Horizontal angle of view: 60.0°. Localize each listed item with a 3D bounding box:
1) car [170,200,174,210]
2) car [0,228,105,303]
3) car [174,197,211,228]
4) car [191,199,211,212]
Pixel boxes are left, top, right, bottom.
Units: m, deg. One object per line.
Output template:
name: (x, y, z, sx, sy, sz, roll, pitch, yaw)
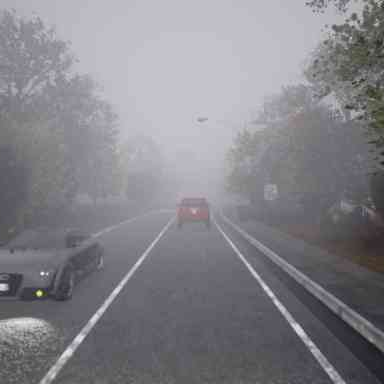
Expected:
car: (-1.901, 1.732, 47.940, 1.882, 1.535, 5.008, 1, 0, 9)
car: (-3.579, 1.605, 8.241, 1.994, 1.385, 4.181, 0, 0, 0)
car: (0.147, 1.353, 23.547, 2.150, 2.045, 5.566, 0, 0, 0)
car: (1.206, 1.754, 43.268, 2.128, 1.511, 4.902, 1, 0, 6)
